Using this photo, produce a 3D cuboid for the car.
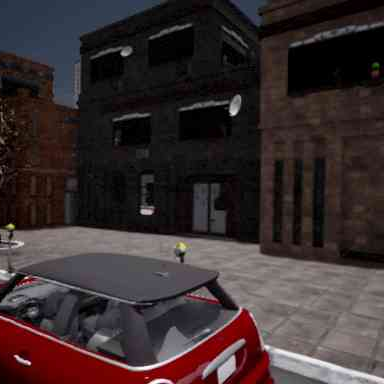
[{"bbox_3d":[-1.303,1.437,3.782,4.097,1.590,1.967,0,1,36],"label":"car"}]
